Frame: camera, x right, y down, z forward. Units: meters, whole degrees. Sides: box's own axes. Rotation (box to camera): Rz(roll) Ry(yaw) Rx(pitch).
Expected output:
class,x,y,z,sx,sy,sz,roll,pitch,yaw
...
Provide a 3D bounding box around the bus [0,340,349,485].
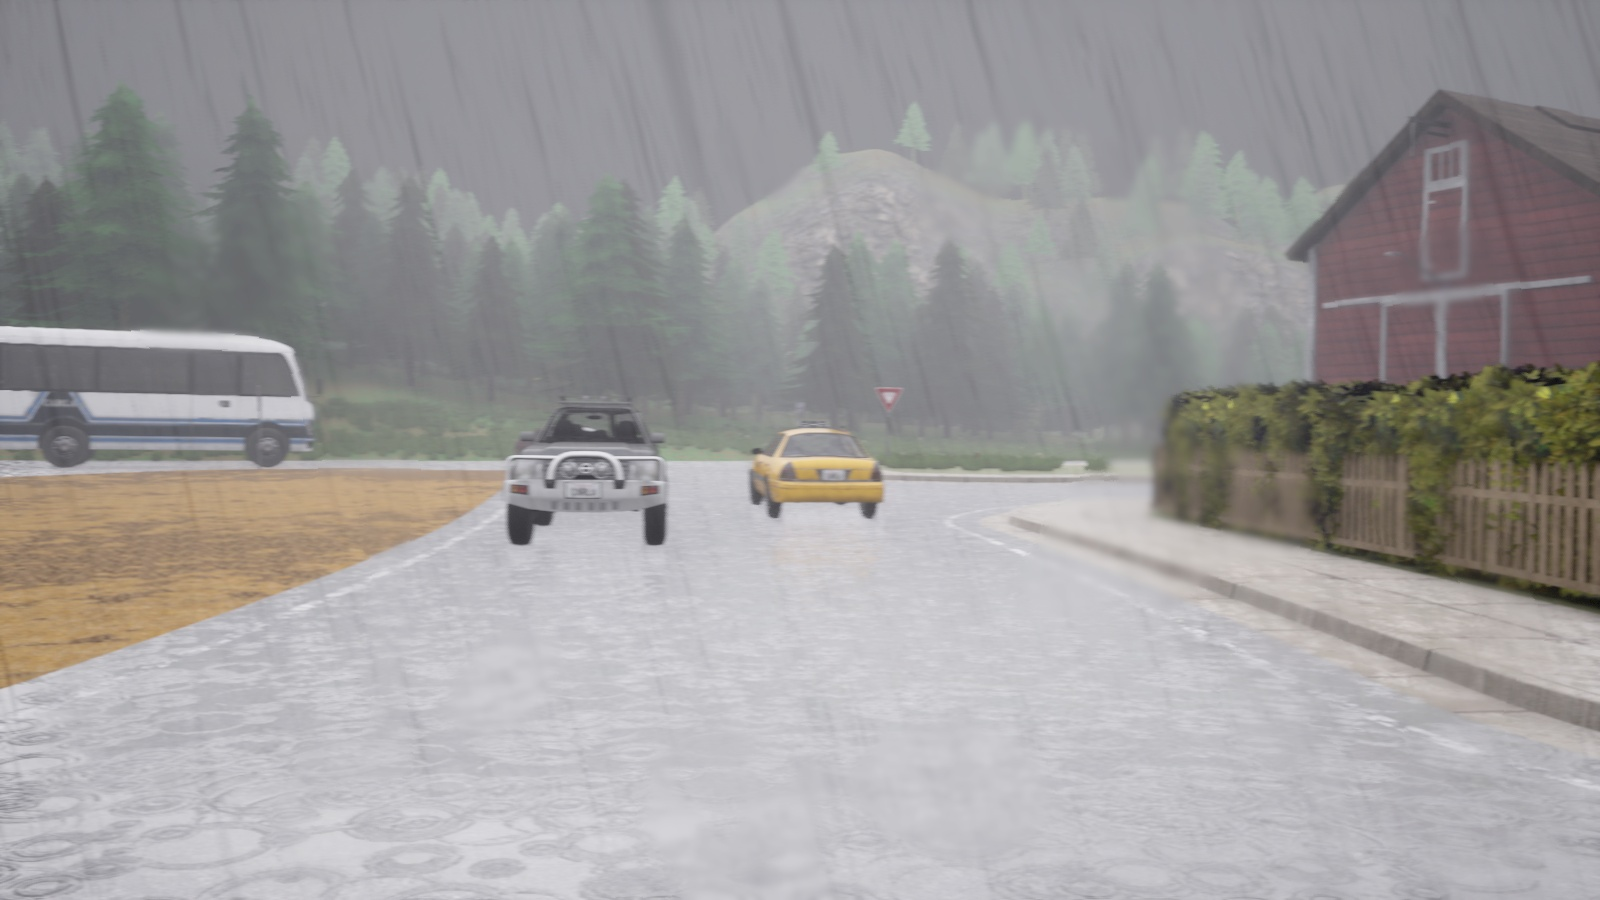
class,x,y,z,sx,sy,sz,roll,pitch,yaw
bus,-20.153,-1.173,40.351,10.273,4.253,3.944,-1,1,-25

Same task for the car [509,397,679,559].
class,x,y,z,sx,sy,sz,roll,pitch,yaw
car,-2.620,0.275,16.901,1.932,1.855,4.605,-1,1,-6

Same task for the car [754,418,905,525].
class,x,y,z,sx,sy,sz,roll,pitch,yaw
car,0.354,0.262,21.691,1.801,1.575,5.366,-1,2,-7

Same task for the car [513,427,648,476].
class,x,y,z,sx,sy,sz,roll,pitch,yaw
car,-7.003,0.063,39.748,4.674,1.442,1.812,-1,1,44
